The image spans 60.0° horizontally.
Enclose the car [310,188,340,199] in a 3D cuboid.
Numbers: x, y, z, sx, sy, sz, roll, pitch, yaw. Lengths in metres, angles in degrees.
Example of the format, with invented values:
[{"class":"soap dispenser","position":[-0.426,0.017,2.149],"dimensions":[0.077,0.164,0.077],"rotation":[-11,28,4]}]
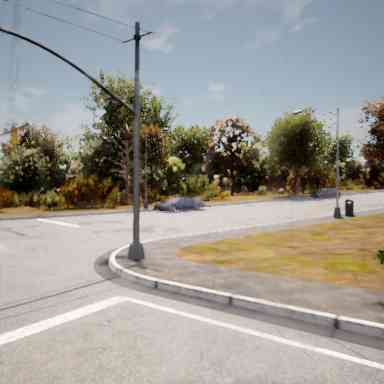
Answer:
[{"class":"car","position":[17.944,0.174,44.987],"dimensions":[4.181,1.385,1.994],"rotation":[-4,2,-27]}]

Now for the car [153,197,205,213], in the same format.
[{"class":"car","position":[-1.160,1.208,32.501],"dimensions":[5.357,1.411,2.033],"rotation":[-2,2,-39]}]
